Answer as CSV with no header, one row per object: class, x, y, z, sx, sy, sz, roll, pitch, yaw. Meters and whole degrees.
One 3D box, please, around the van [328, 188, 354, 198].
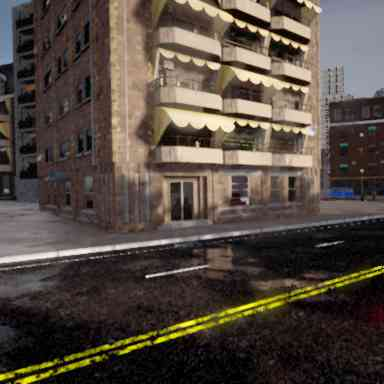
van,26.005,0.198,57.899,3.998,1.788,1.690,1,0,22
